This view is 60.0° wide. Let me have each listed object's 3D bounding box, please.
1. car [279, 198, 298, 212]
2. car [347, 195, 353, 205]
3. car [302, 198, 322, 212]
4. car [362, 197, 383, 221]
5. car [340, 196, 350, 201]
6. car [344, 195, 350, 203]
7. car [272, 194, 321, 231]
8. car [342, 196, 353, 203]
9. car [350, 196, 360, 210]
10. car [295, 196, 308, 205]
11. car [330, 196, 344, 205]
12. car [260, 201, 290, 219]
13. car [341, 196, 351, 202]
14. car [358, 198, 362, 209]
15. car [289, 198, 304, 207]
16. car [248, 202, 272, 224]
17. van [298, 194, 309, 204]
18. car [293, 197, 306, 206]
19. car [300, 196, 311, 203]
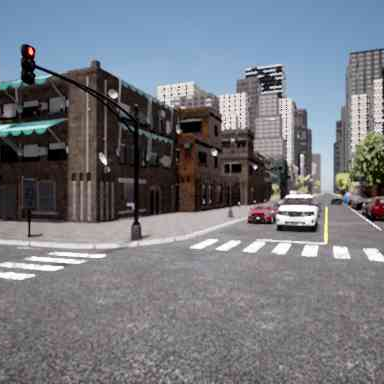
[{"bbox_3d":[11.588,1.505,39.832,1.752,1.417,4.829,0,0,22],"label":"car"},{"bbox_3d":[23.572,1.542,47.079,2.008,1.369,4.403,0,0,22],"label":"car"},{"bbox_3d":[14.470,1.530,39.784,2.033,1.411,5.357,0,0,22],"label":"car"},{"bbox_3d":[15.262,1.303,26.599,2.192,1.841,5.009,0,0,22],"label":"car"},{"bbox_3d":[38.116,1.593,82.918,1.947,1.339,4.313,0,0,22],"label":"car"},{"bbox_3d":[27.727,1.579,57.318,1.802,1.307,4.206,0,0,22],"label":"car"},{"bbox_3d":[6.725,1.206,20.928,2.150,2.045,5.566,0,0,22],"label":"car"},{"bbox_3d":[34.024,1.539,72.835,1.752,1.417,4.829,0,0,22],"label":"car"},{"bbox_3d":[21.494,1.555,41.959,1.947,1.339,4.313,0,0,22],"label":"car"},{"bbox_3d":[19.898,1.514,60.311,1.752,1.417,4.829,0,0,22],"label":"car"},{"bbox_3d":[25.928,1.488,59.767,2.128,1.511,4.902,0,0,22],"label":"car"},{"bbox_3d":[7.496,1.546,29.750,1.947,1.339,4.313,0,0,22],"label":"car"},{"bbox_3d":[36.038,1.602,77.797,1.802,1.307,4.206,0,0,22],"label":"car"},{"bbox_3d":[17.339,1.554,31.719,1.947,1.339,4.313,0,0,22],"label":"car"},{"bbox_3d":[15.807,1.564,50.230,1.802,1.307,4.206,0,0,22],"label":"car"},{"bbox_3d":[5.338,1.526,24.667,1.887,1.381,4.507,0,0,22],"label":"car"},{"bbox_3d":[22.040,1.335,65.589,1.690,1.788,3.998,0,0,22],"label":"van"},{"bbox_3d":[17.884,1.567,55.349,1.802,1.307,4.206,0,0,22],"label":"car"},{"bbox_3d":[24.117,1.550,70.709,2.008,1.369,4.403,0,0,22],"label":"car"}]
